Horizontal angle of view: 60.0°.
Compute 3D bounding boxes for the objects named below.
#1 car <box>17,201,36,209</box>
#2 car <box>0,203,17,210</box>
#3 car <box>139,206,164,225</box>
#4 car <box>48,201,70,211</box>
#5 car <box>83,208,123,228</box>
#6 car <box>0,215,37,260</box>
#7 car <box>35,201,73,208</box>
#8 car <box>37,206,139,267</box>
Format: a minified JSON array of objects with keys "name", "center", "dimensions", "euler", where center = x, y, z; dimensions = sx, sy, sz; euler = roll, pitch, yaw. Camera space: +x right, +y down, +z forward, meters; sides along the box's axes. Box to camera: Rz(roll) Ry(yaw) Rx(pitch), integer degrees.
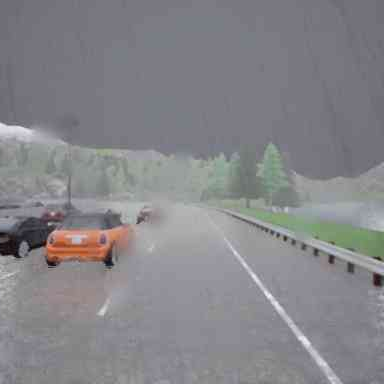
[{"name":"car","center":[-24.963,2.236,52.242],"dimensions":[1.837,1.490,4.892],"euler":[0,-1,-4]},{"name":"car","center":[-28.382,2.323,51.586],"dimensions":[1.895,1.301,4.718],"euler":[0,-1,-3]},{"name":"car","center":[-3.457,1.918,27.956],"dimensions":[1.812,1.442,4.674],"euler":[0,-1,1]},{"name":"car","center":[-21.603,2.238,54.309],"dimensions":[1.882,1.535,5.008],"euler":[0,-1,-4]},{"name":"car","center":[-6.969,1.975,26.639],"dimensions":[1.895,1.301,4.718],"euler":[0,-1,0]},{"name":"car","center":[-6.951,1.666,13.361],"dimensions":[1.882,1.535,5.008],"euler":[0,-1,1]},{"name":"car","center":[-10.463,1.733,27.164],"dimensions":[2.097,1.767,4.553],"euler":[0,-1,0]},{"name":"car","center":[-3.460,1.523,12.171],"dimensions":[2.097,1.767,4.553],"euler":[0,-1,1]}]
